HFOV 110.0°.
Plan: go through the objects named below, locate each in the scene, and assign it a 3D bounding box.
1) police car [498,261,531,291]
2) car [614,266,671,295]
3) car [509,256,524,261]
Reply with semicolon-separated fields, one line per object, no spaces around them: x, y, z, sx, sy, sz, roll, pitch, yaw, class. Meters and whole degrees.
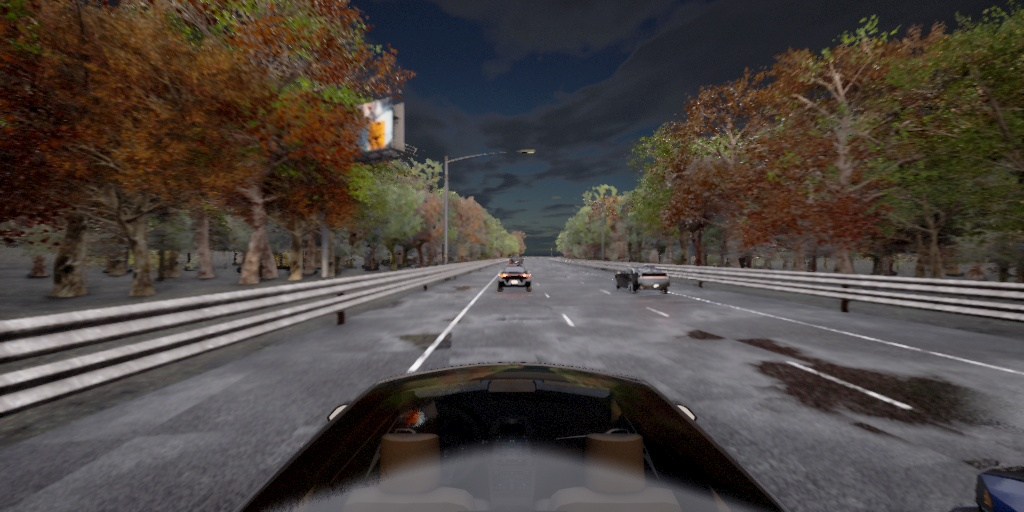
0.170;1.287;22.421;2.038;1.542;4.974;0;0;1;police car
7.149;1.281;20.173;2.128;1.511;4.902;0;0;0;car
0.731;1.060;57.207;2.150;2.045;5.566;0;0;2;car
